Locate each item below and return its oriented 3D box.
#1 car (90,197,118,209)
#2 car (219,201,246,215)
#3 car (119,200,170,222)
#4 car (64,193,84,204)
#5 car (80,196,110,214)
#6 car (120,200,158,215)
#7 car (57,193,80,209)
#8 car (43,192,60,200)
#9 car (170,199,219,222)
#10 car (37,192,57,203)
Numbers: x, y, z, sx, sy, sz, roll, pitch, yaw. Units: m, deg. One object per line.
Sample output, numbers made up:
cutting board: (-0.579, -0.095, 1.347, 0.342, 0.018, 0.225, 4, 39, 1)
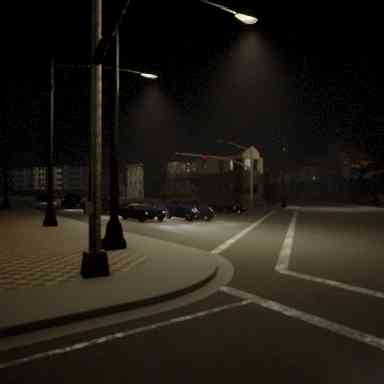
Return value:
car: (-11.174, 1.349, 42.044, 1.994, 1.385, 4.181, 0, 1, -35)
car: (3.287, 1.610, 34.385, 1.895, 1.301, 4.718, 0, 0, -36)
car: (-3.957, 1.589, 26.106, 1.895, 1.301, 4.718, 0, 0, -37)
car: (-18.675, 0.966, 52.417, 1.812, 1.442, 4.674, 0, 2, -36)
car: (-9.134, 1.279, 33.249, 2.097, 1.767, 4.553, 0, 1, -36)
car: (-5.519, 1.552, 34.219, 1.895, 1.301, 4.718, 0, 0, -35)
car: (-14.742, 1.253, 40.999, 1.837, 1.490, 4.892, 0, 1, -36)
car: (-27.359, 0.689, 64.563, 1.882, 1.535, 5.008, 0, 0, -36)
car: (-0.269, 1.357, 26.979, 2.097, 1.767, 4.553, 0, 0, -36)
car: (-23.300, 0.903, 52.846, 2.033, 1.411, 5.357, 0, 1, -36)
